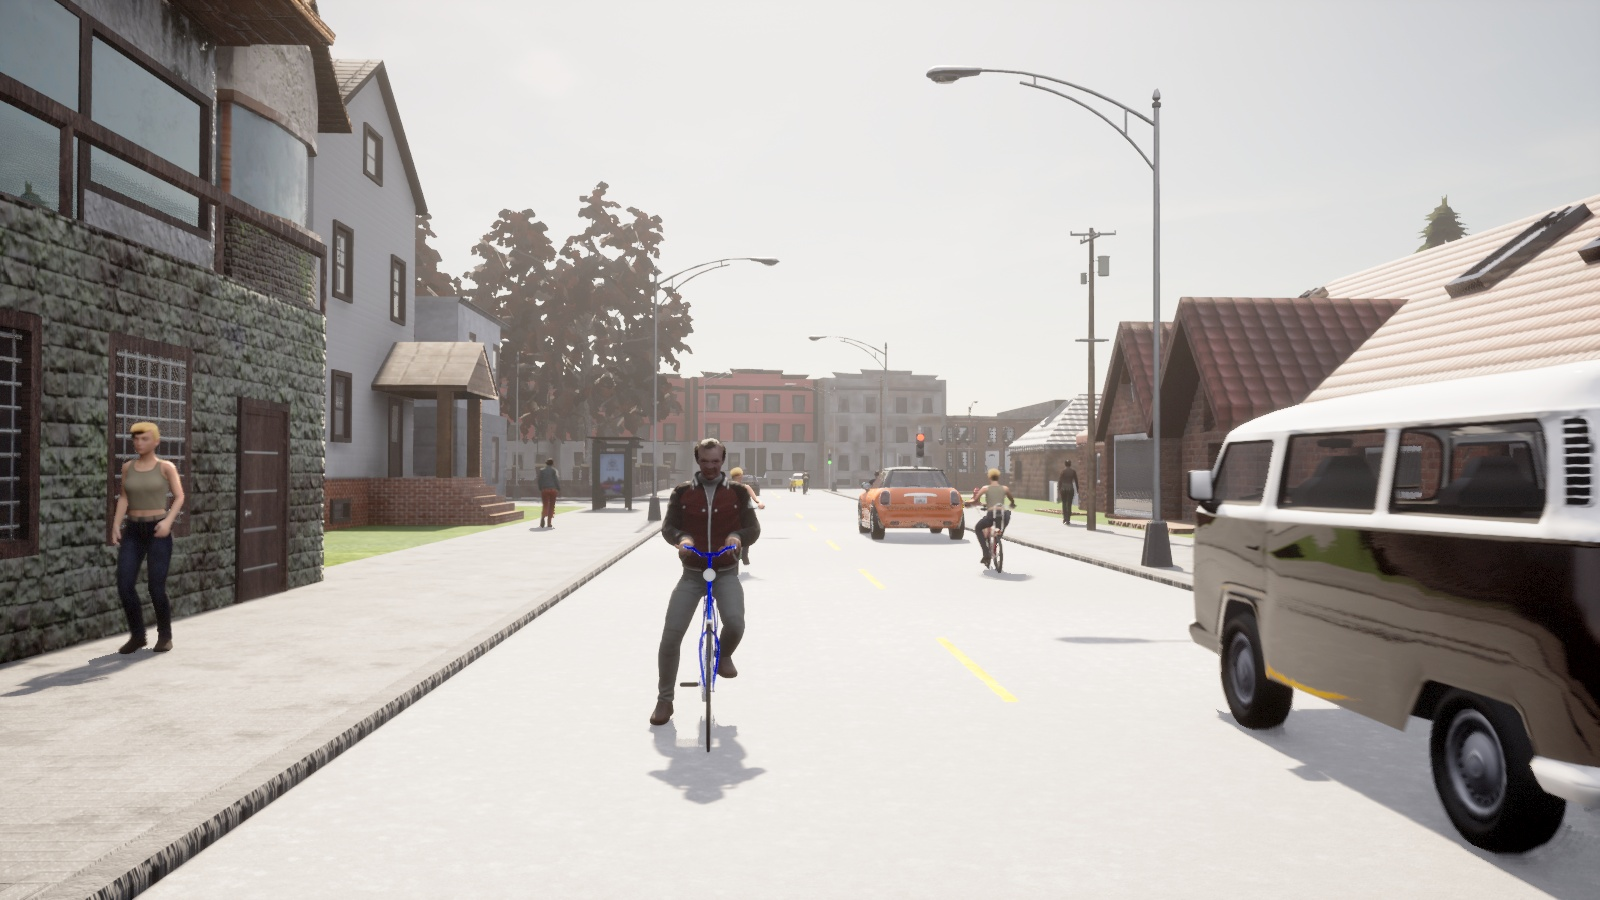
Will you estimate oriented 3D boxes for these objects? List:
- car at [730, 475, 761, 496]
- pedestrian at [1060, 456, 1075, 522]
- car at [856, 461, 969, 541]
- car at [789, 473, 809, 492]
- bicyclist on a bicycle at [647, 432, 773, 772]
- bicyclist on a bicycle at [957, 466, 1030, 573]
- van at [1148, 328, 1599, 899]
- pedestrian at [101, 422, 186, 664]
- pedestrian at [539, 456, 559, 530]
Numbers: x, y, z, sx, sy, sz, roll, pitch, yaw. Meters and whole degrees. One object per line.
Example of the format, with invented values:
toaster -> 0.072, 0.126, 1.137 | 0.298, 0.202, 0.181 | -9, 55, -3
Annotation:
car -> -3.554, 2.286, 80.992 | 1.895, 1.301, 4.718 | 0, -1, -4
pedestrian -> 7.412, 1.078, 34.813 | 0.328, 1.805, 0.869 | 0, -1, 7
car -> 2.603, 1.169, 30.248 | 2.097, 1.767, 4.553 | 0, -1, -3
car -> -0.080, 2.460, 94.908 | 1.481, 1.376, 2.207 | 0, -1, -2
bicyclist on a bicycle -> -0.536, 0.813, 7.520 | 0.659, 1.776, 1.843 | 0, -1, -4
bicyclist on a bicycle -> 3.029, 1.071, 19.810 | 0.866, 1.612, 1.509 | 0, -1, -2
van -> 3.571, 0.634, 6.588 | 2.069, 2.038, 4.480 | 0, -1, -2
pedestrian -> -5.136, 0.710, 9.850 | 0.345, 1.836, 0.594 | 0, -1, 0
pedestrian -> -6.319, 1.079, 31.623 | 0.353, 1.847, 0.614 | 0, -1, 2
